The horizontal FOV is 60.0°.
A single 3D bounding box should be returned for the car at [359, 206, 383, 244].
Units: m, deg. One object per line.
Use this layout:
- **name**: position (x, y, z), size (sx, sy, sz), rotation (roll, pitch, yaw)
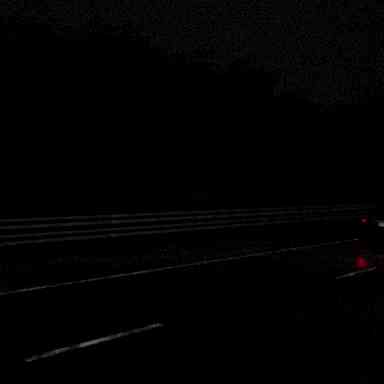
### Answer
- **car**: position (9.391, 1.346, 14.582), size (4.553, 1.767, 2.097), rotation (0, 0, -34)
